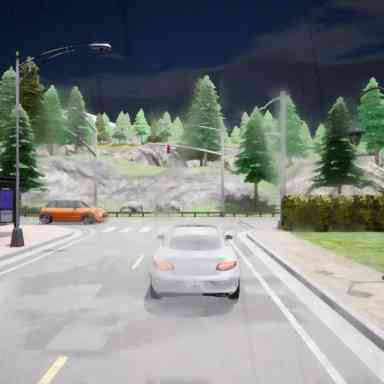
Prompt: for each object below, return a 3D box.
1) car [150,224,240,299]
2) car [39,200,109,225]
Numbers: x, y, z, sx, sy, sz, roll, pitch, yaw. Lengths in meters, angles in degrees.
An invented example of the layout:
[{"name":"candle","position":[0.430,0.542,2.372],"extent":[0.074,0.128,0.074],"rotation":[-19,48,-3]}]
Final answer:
[{"name":"car","position":[0.077,1.526,8.310],"extent":[1.812,1.442,4.674],"rotation":[0,0,1]},{"name":"car","position":[-8.249,1.365,23.506],"extent":[4.553,1.767,2.097],"rotation":[0,0,6]}]
